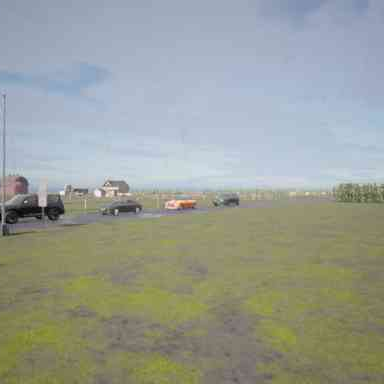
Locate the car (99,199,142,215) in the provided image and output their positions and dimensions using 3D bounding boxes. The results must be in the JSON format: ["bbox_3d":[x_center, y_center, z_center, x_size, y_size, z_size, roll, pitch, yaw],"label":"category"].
[{"bbox_3d":[-7.055,1.468,33.130,1.837,1.490,4.892,1,0,34],"label":"car"}]

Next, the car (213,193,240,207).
[{"bbox_3d":[5.439,1.167,51.721,2.150,2.045,5.566,1,1,34],"label":"car"}]

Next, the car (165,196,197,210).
[{"bbox_3d":[-1.341,1.308,41.673,2.097,1.767,4.553,1,0,34],"label":"car"}]

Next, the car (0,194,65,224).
[{"bbox_3d":[-12.381,1.192,25.124,2.150,2.045,5.566,1,0,33],"label":"car"}]
